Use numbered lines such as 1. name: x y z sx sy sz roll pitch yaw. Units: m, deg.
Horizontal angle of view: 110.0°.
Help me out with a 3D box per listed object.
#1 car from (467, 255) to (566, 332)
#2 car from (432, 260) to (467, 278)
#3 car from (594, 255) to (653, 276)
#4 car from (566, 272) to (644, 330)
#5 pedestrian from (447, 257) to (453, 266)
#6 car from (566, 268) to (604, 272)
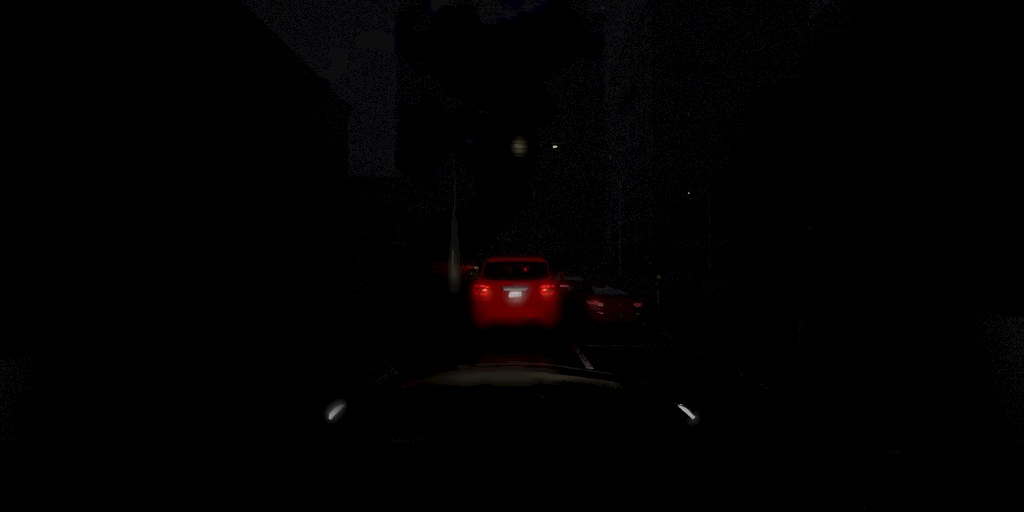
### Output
1. car: 0.123 0.981 10.994 2.150 2.045 5.566 0 0 1
2. car: -4.842 1.146 32.610 4.553 1.767 2.097 -1 -1 0
3. car: 10.929 0.922 35.446 5.566 2.045 2.150 -1 -1 0
4. car: 2.667 1.339 10.933 1.802 1.307 4.207 0 0 0
5. pedestrian: -6.701 1.072 38.487 0.375 1.860 0.375 0 -1 0
6. car: 2.686 1.345 16.372 1.802 1.307 4.207 0 0 0
